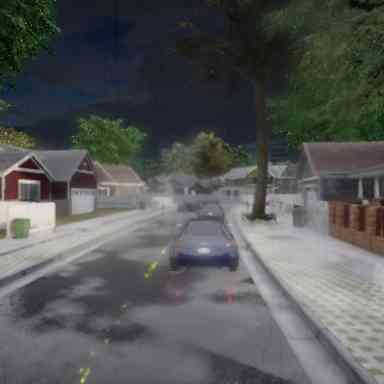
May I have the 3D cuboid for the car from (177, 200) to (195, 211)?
[{"bbox_3d":[-0.307,1.507,34.916,1.895,1.301,4.718,0,0,8],"label":"car"}]

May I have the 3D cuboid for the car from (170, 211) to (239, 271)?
[{"bbox_3d":[0.415,1.531,10.896,1.994,1.385,4.181,0,0,3],"label":"car"}]

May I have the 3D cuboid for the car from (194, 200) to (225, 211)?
[{"bbox_3d":[1.510,1.493,25.526,1.994,1.385,4.181,0,0,6],"label":"car"}]
